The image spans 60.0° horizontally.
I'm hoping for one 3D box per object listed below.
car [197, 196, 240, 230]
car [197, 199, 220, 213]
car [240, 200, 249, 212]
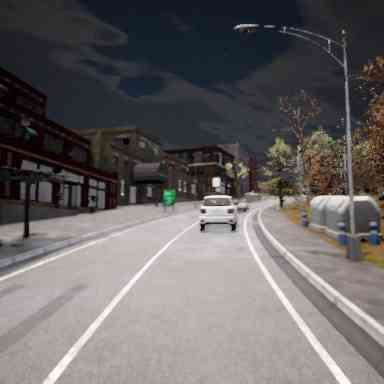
[{"bbox_3d":[1.783,1.244,21.356,2.150,2.045,5.566,-1,0,9],"label":"car"},{"bbox_3d":[2.057,1.630,39.998,1.812,1.442,4.674,-2,0,16],"label":"car"},{"bbox_3d":[5.636,1.608,39.152,1.895,1.301,4.718,-2,0,16],"label":"car"}]
